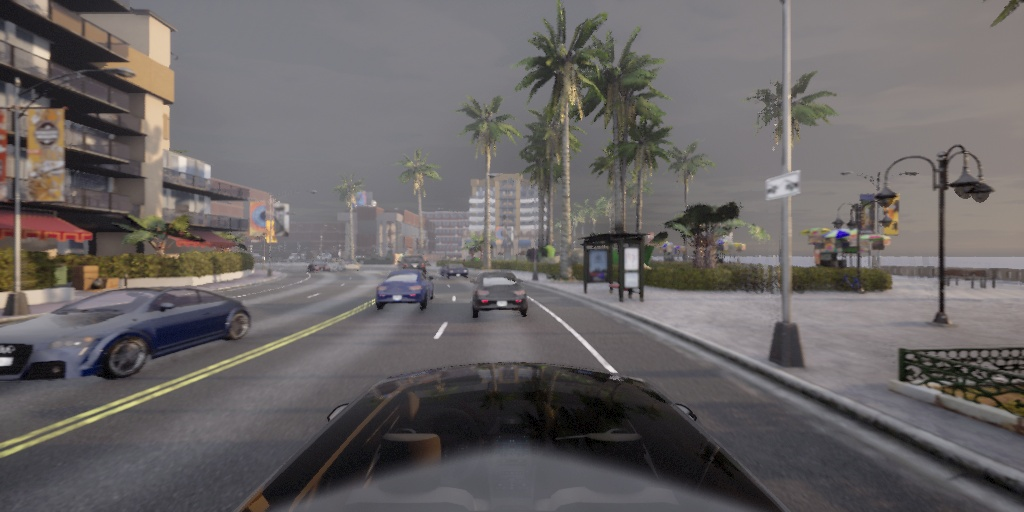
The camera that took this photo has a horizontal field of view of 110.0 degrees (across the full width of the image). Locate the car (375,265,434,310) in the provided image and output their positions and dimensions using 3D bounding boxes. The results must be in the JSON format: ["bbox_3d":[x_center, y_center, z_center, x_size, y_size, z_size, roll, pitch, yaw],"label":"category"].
[{"bbox_3d":[-4.299,1.284,14.798,1.812,1.442,4.674,0,0,-7],"label":"car"}]

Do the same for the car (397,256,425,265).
[{"bbox_3d":[-9.487,0.992,33.732,2.150,2.045,5.566,0,0,-22],"label":"car"}]

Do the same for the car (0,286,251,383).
[{"bbox_3d":[-7.347,1.317,7.086,1.994,1.385,4.181,0,0,-3],"label":"car"}]

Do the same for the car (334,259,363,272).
[{"bbox_3d":[-21.497,1.379,46.963,1.895,1.301,4.718,0,0,-39],"label":"car"}]

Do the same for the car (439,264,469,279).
[{"bbox_3d":[-5.483,1.371,33.176,1.895,1.301,4.718,0,0,-21],"label":"car"}]

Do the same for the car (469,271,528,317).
[{"bbox_3d":[-0.563,1.283,13.200,1.812,1.442,4.674,0,0,-6],"label":"car"}]

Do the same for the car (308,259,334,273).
[{"bbox_3d":[-23.591,1.340,43.850,1.994,1.385,4.181,0,0,-38],"label":"car"}]
